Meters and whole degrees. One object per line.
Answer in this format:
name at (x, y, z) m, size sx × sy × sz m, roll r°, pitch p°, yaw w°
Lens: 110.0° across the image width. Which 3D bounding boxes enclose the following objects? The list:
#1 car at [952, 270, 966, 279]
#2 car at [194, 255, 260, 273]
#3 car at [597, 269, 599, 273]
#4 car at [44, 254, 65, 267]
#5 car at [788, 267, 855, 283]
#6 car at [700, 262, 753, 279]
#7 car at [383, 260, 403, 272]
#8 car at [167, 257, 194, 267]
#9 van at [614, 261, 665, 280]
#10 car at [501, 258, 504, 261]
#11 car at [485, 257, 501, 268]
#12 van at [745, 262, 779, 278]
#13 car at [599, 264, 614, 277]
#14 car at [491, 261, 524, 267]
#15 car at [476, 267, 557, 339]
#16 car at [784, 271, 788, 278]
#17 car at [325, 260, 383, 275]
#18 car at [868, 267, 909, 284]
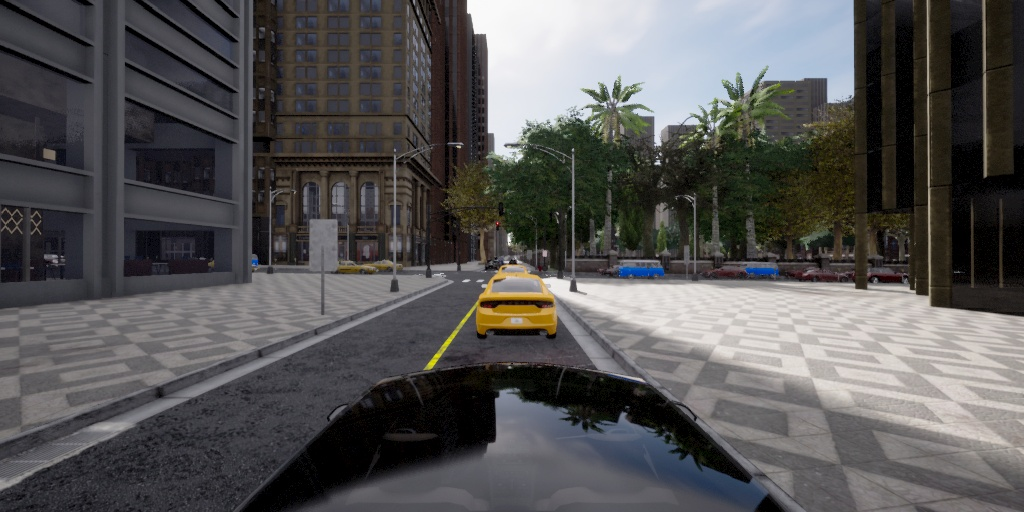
car at (44.950, 2.097, 38.752) m, size 5.357 × 1.411 × 2.033 m, roll 1°, pitch 0°, yaw 1°
car at (-26.304, 0.866, 33.433) m, size 4.829 × 1.417 × 1.751 m, roll 0°, pitch 0°, yaw 0°
car at (11.998, 1.604, 41.707) m, size 4.207 × 1.307 × 1.802 m, roll 0°, pitch 0°, yaw 0°
car at (-43.486, 0.506, 33.545) m, size 4.097 × 1.591 × 1.967 m, roll 0°, pitch 0°, yaw 0°
car at (28.523, 1.829, 33.072) m, size 4.207 × 1.307 × 1.802 m, roll 0°, pitch 0°, yaw 0°
car at (22.967, 1.714, 38.974) m, size 4.674 × 1.442 × 1.812 m, roll 1°, pitch 0°, yaw 0°
car at (-15.258, 1.100, 41.885) m, size 4.829 × 1.417 × 1.751 m, roll 0°, pitch 0°, yaw 0°
car at (-37.767, 0.772, 42.033) m, size 4.313 × 1.339 × 1.948 m, roll 0°, pitch 0°, yaw 0°
van at (11.953, 1.314, 33.181) m, size 3.998 × 1.789 × 1.690 m, roll 0°, pitch 0°, yaw 0°
car at (-2.901, 1.361, 62.813) m, size 1.812 × 1.442 × 4.674 m, roll 0°, pitch 0°, yaw 0°
car at (-2.953, 1.311, 52.713) m, size 1.837 × 1.490 × 4.892 m, roll 0°, pitch 0°, yaw 0°
van at (28.568, 1.636, 41.598) m, size 3.998 × 1.789 × 1.690 m, roll 0°, pitch 0°, yaw 0°
car at (12.655, 1.565, 39.041) m, size 5.357 × 1.411 × 2.033 m, roll 1°, pitch 0°, yaw 0°
car at (0.049, 1.234, 20.197) m, size 1.882 × 1.535 × 5.008 m, roll 0°, pitch 0°, yaw 0°
car at (0.115, 1.229, 10.136) m, size 1.882 × 1.535 × 5.008 m, roll 0°, pitch 0°, yaw 0°
car at (34.091, 1.932, 41.562) m, size 4.507 × 1.381 × 1.888 m, roll 0°, pitch 0°, yaw 0°
car at (-14.964, 1.051, 33.358) m, size 4.829 × 1.417 × 1.751 m, roll 0°, pitch 0°, yaw 0°
car at (34.047, 1.778, 33.036) m, size 4.097 × 1.591 × 1.967 m, roll 0°, pitch 0°, yaw 0°
